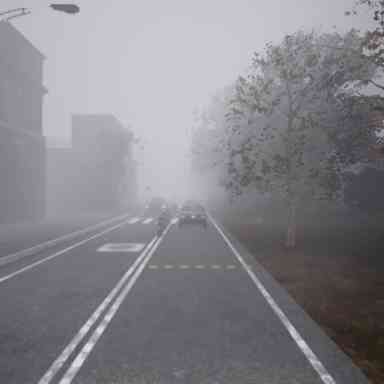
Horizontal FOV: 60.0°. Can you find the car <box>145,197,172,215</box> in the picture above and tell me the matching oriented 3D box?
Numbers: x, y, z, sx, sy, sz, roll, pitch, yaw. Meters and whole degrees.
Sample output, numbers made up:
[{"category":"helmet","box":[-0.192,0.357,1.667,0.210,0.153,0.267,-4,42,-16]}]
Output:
[{"category":"car","box":[-3.409,1.301,32.934,2.097,1.767,4.553,0,0,0]}]

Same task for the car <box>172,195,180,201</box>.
[{"category":"car","box":[-3.685,1.286,73.735,2.033,1.411,5.357,0,0,-1]}]

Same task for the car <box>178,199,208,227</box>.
[{"category":"car","box":[0.079,1.506,22.356,2.033,1.411,5.357,1,1,0]}]
